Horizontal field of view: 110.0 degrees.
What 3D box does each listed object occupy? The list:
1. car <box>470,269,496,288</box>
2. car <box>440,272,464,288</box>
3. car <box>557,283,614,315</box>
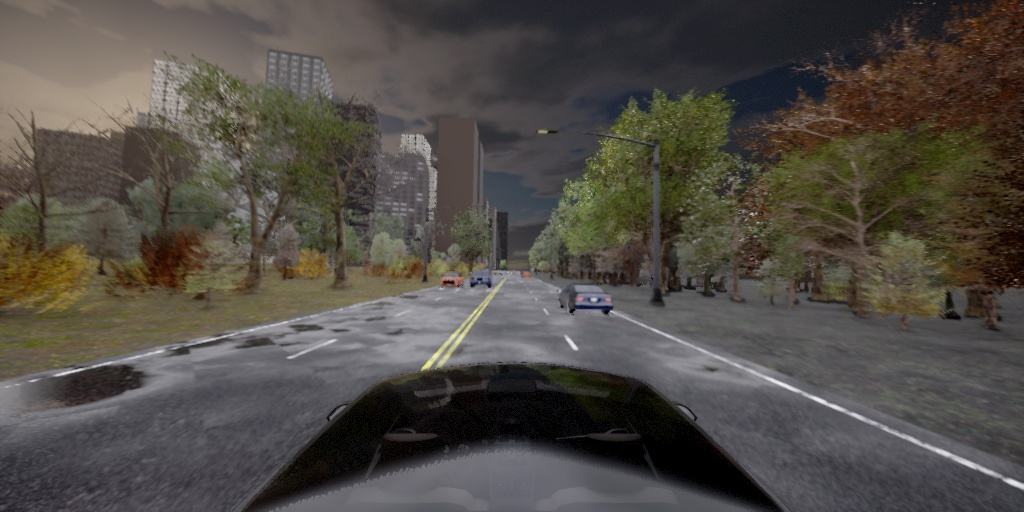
[{"bbox_3d":[-3.270,2.414,39.127,2.150,2.045,5.566,1,-2,0],"label":"car"},{"bbox_3d":[-6.518,2.503,39.268,2.097,1.767,4.553,1,-2,0],"label":"car"},{"bbox_3d":[3.410,1.998,17.431,2.033,1.411,5.357,1,-3,0],"label":"car"}]
